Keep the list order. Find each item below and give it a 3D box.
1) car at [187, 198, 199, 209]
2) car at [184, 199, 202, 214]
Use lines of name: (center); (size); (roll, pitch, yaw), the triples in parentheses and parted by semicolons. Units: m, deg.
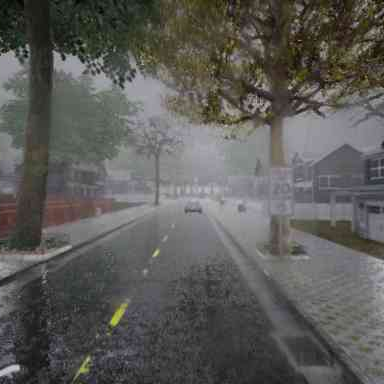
car: (0.175, 1.730, 49.648); (1.812, 1.442, 4.674); (0, 0, 1)
car: (0.129, 1.724, 38.583); (1.994, 1.385, 4.181); (0, 0, 0)
